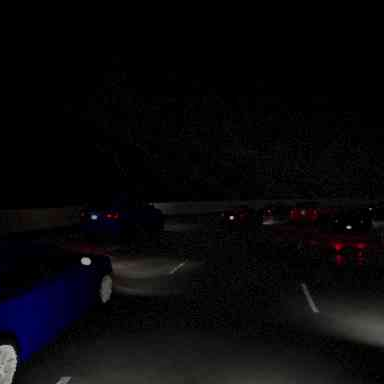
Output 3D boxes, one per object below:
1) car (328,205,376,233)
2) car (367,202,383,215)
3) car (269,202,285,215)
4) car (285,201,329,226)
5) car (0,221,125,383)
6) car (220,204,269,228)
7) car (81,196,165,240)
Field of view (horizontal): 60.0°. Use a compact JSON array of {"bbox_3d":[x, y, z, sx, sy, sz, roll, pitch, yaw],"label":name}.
[{"bbox_3d":[10.064,1.721,20.706,1.895,1.301,4.718,0,0,32],"label":"car"},{"bbox_3d":[20.485,1.795,36.812,4.181,1.385,1.994,1,0,-43],"label":"car"},{"bbox_3d":[9.782,1.758,36.672,4.718,1.301,1.895,1,0,-43],"label":"car"},{"bbox_3d":[8.954,1.474,24.918,2.097,1.767,4.553,0,0,35],"label":"car"},{"bbox_3d":[-2.767,1.471,4.987,1.882,1.535,5.008,0,0,6],"label":"car"},{"bbox_3d":[3.566,1.645,23.190,1.994,1.385,4.181,0,0,30],"label":"car"},{"bbox_3d":[-3.432,1.240,17.438,2.150,2.045,5.566,0,0,21],"label":"car"}]
